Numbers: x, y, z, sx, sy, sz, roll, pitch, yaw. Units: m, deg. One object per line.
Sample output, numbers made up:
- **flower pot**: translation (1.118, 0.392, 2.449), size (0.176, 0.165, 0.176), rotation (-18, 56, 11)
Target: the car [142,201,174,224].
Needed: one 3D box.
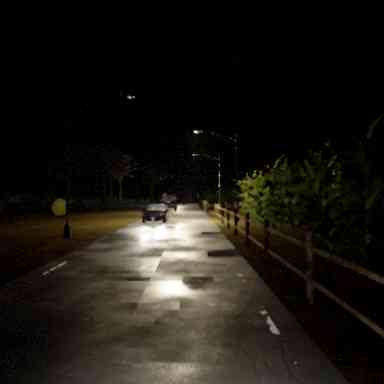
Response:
- **car**: translation (-2.884, 1.725, 27.063), size (2.128, 1.511, 4.902), rotation (0, -1, 0)

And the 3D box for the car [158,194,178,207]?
- **car**: translation (-2.932, 1.284, 41.352), size (2.150, 2.045, 5.566), rotation (0, -1, 0)
